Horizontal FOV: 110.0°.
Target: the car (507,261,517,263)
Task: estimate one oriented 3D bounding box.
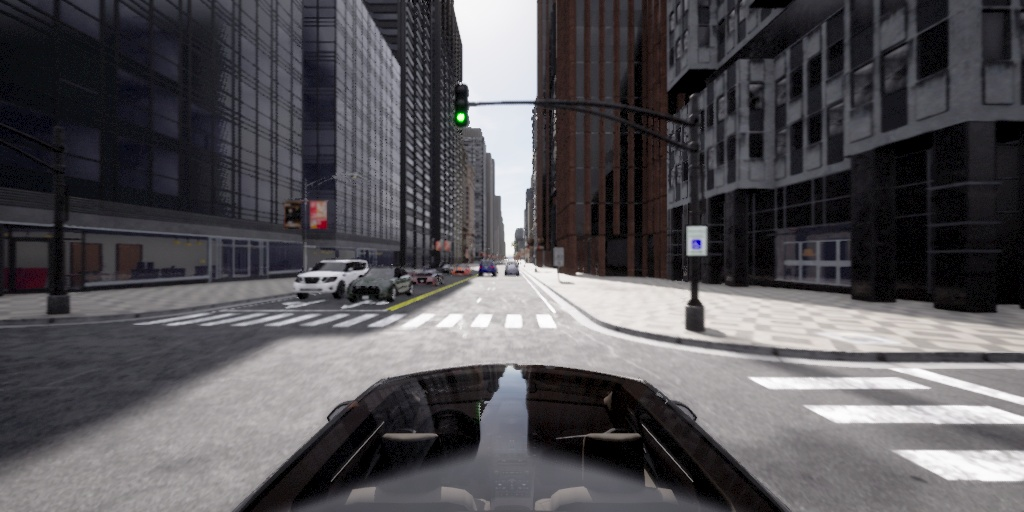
[{"bbox_3d":[-0.034,1.807,58.800,2.150,2.045,5.566,0,-1,0],"label":"car"}]

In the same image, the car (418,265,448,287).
[{"bbox_3d":[-6.608,1.678,28.324,1.994,1.385,4.181,0,-1,0],"label":"car"}]

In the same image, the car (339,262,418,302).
[{"bbox_3d":[-6.603,1.315,18.423,2.097,1.767,4.553,0,-1,0],"label":"car"}]

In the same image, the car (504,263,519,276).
[{"bbox_3d":[-0.029,1.995,48.763,1.994,1.385,4.181,0,-1,0],"label":"car"}]

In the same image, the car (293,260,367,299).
[{"bbox_3d":[-9.852,1.212,20.300,2.150,2.045,5.566,0,-1,0],"label":"car"}]

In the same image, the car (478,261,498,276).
[{"bbox_3d":[-3.279,1.646,48.381,2.150,2.045,5.566,0,-1,0],"label":"car"}]

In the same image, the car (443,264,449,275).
[{"bbox_3d":[-9.803,1.960,52.255,1.882,1.535,5.008,0,-1,1],"label":"car"}]

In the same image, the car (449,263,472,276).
[{"bbox_3d":[-6.588,1.760,47.433,2.097,1.767,4.553,0,-1,0],"label":"car"}]
